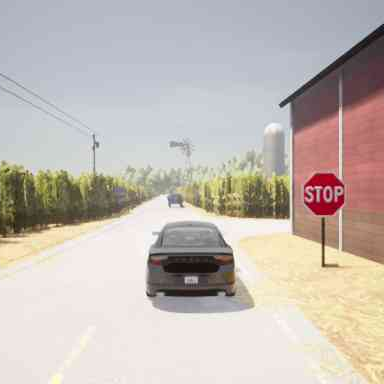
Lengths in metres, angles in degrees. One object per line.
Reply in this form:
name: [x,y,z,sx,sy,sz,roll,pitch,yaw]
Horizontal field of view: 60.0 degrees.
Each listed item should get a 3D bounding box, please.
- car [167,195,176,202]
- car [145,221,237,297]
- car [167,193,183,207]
car: [-4.794,1.473,77.460,1.882,1.535,5.008,0,0,-5]
car: [-0.051,1.477,8.628,1.882,1.535,5.008,0,0,-1]
car: [-2.658,1.218,52.386,2.150,2.045,5.566,0,0,-5]
